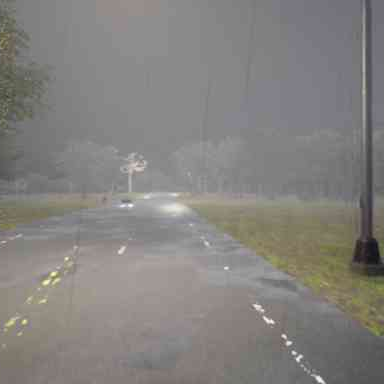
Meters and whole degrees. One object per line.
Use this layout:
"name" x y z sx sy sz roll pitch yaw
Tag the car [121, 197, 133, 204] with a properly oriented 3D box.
"car" -11.805 1.524 60.535 1.895 1.301 4.718 0 0 -5
